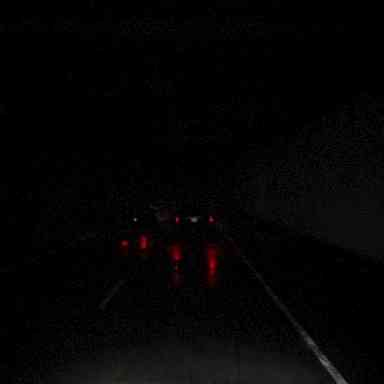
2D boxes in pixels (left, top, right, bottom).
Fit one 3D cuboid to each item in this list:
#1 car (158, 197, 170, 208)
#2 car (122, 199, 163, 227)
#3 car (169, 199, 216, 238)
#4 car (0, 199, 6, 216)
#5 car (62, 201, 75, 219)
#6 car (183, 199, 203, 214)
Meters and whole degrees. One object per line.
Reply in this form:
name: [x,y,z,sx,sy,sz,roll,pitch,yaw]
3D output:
car: [-3.408,1.410,41.044,2.128,1.511,4.902,0,0,0]
car: [-3.404,1.449,22.380,2.128,1.511,4.902,0,0,0]
car: [0.098,1.318,17.427,2.097,1.767,4.553,0,0,0]
car: [-14.103,1.299,26.296,2.097,1.767,4.553,0,0,0]
car: [-10.604,1.474,26.054,1.812,1.442,4.674,0,0,0]
car: [0.094,1.476,36.365,2.033,1.411,5.357,0,0,0]
